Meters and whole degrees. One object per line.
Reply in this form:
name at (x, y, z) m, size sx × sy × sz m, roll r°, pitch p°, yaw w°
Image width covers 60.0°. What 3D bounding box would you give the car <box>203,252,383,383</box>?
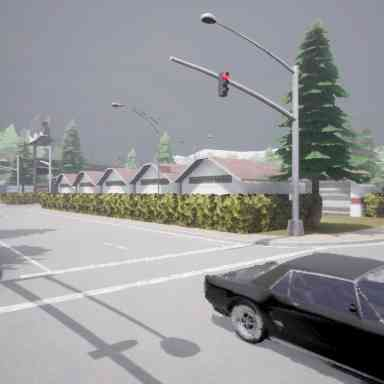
car at (2.352, 1.615, 4.452) m, size 1.895 × 1.301 × 4.718 m, roll 0°, pitch 0°, yaw -40°
